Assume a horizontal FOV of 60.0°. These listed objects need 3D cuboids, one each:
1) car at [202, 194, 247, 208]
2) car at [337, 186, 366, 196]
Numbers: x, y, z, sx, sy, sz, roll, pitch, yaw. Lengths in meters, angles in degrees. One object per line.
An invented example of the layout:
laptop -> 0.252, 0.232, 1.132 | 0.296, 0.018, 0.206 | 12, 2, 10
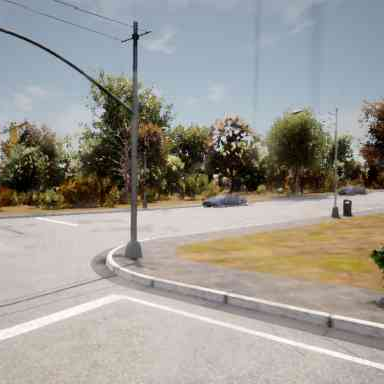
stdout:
car -> 3.639, 0.933, 36.298 | 5.357, 1.411, 2.033 | -3, 2, -36
car -> 22.873, -0.166, 47.639 | 4.181, 1.385, 1.994 | -3, 2, -25
